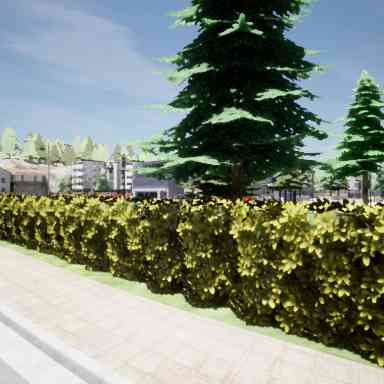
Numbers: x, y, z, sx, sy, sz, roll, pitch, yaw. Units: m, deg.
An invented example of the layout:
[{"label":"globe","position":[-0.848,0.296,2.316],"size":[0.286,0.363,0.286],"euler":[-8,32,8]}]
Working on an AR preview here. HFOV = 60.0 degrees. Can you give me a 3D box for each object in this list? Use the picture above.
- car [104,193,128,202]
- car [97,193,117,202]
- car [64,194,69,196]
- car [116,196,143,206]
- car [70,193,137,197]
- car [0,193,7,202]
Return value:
[{"label":"car","position":[-15.876,1.097,69.643],"size":[1.932,1.855,4.605],"euler":[0,0,44]},{"label":"car","position":[-18.236,1.077,71.388],"size":[1.905,1.878,3.866],"euler":[0,0,44]},{"label":"car","position":[-27.350,1.154,80.367],"size":[2.152,1.636,5.027],"euler":[0,0,44]},{"label":"car","position":[-10.065,1.384,53.309],"size":[1.970,1.475,3.806],"euler":[0,0,44]},{"label":"car","position":[-8.071,1.221,31.035],"size":[2.150,2.045,5.566],"euler":[0,0,44]},{"label":"car","position":[-41.786,1.097,70.187],"size":[1.932,1.855,4.605],"euler":[0,0,44]}]
